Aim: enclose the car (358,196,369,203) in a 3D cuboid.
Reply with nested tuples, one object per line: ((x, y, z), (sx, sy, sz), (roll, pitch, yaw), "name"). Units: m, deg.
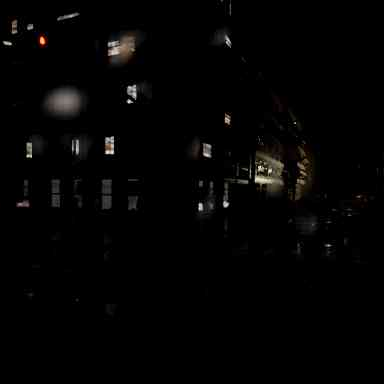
((35.006, 1.549, 67.997), (1.887, 1.381, 4.507), (1, 0, 24), "car")

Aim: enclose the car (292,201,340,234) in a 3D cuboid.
((7.341, 1.490, 19.400), (1.837, 1.490, 4.892), (1, 0, 26), "car")

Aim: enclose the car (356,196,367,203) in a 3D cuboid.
((37.277, 1.543, 73.064), (1.887, 1.381, 4.507), (1, 0, 24), "car")

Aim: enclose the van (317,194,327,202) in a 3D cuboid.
((27.818, 1.262, 71.218), (1.690, 1.788, 3.998), (1, 0, 24), "van")

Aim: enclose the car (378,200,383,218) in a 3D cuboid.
((16.841, 1.619, 27.465), (1.802, 1.307, 4.206), (1, 0, 24), "car")

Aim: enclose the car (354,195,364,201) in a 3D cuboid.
((41.818, 1.537, 83.197), (2.008, 1.369, 4.403), (1, 0, 24), "car")

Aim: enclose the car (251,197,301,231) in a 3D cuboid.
((5.112, 1.274, 20.553), (2.192, 1.841, 5.009), (1, 0, 24), "car")

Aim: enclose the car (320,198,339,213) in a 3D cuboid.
((15.767, 1.501, 38.069), (1.812, 1.442, 4.674), (1, 0, 24), "car")

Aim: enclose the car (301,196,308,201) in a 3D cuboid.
((11.921, 1.495, 35.754), (1.887, 1.381, 4.507), (1, 0, 24), "car")

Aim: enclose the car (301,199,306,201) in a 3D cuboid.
((7.380, 1.501, 25.621), (1.887, 1.381, 4.507), (1, 0, 24), "car")

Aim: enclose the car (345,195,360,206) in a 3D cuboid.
((26.237, 1.469, 54.705), (1.882, 1.535, 5.008), (1, 0, 24), "car")

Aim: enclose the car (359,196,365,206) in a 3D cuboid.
((28.194, 1.570, 52.798), (2.008, 1.369, 4.403), (1, 0, 24), "car")

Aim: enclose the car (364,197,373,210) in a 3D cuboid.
((23.654, 1.467, 42.664), (1.967, 1.590, 4.097), (1, 0, 24), "car")

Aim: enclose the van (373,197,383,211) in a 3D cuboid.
((19.115, 1.375, 32.530), (1.690, 1.788, 3.998), (1, 0, 24), "van")

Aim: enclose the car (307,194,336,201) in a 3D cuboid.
((11.505, 1.333, 28.737), (2.097, 1.767, 4.553), (1, 0, 24), "car")
